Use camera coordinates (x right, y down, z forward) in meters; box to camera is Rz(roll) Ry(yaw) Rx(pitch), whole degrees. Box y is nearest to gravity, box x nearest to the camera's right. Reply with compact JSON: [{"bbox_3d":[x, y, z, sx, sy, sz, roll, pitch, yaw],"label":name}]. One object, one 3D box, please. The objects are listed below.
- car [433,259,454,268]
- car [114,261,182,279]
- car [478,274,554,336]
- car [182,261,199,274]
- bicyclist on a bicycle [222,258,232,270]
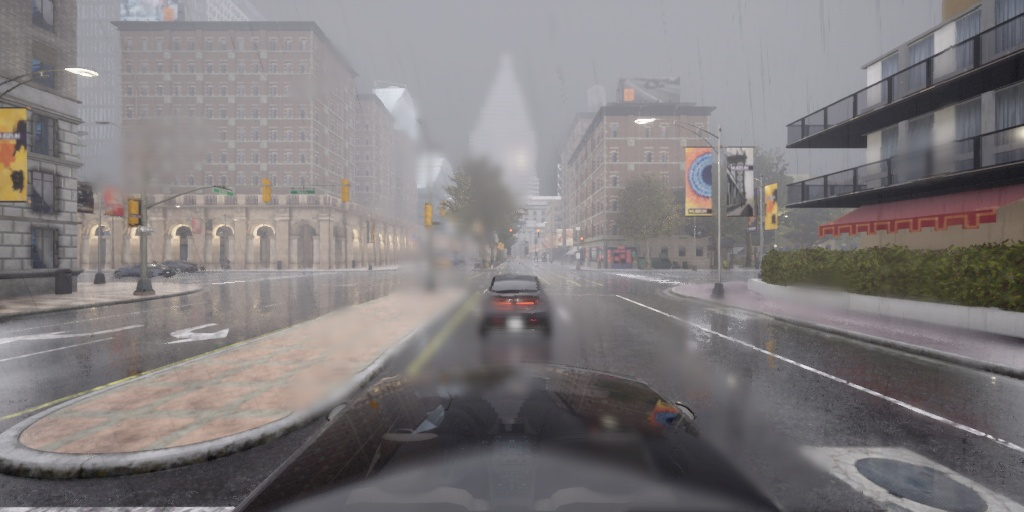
[{"bbox_3d":[-11.407,1.226,59.669,1.882,1.535,5.008,0,0,0],"label":"car"},{"bbox_3d":[-33.016,1.313,32.316,4.181,1.385,1.994,0,0,0],"label":"car"},{"bbox_3d":[0.101,1.255,10.331,1.837,1.490,4.892,0,0,0],"label":"car"},{"bbox_3d":[-37.399,1.254,39.496,4.892,1.490,1.837,0,0,0],"label":"car"},{"bbox_3d":[-37.170,1.050,46.770,0.582,1.620,1.656,0,0,0],"label":"bicyclist on a bicycle"}]
